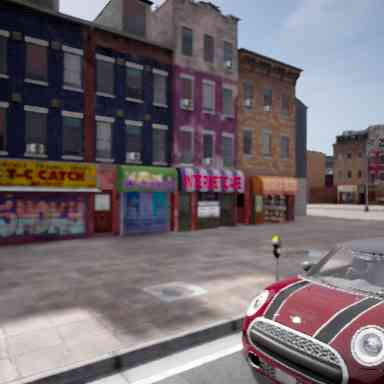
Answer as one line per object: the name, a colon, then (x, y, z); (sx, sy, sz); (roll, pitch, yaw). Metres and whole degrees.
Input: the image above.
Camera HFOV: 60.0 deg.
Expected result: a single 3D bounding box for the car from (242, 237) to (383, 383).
car: (2.616, 1.440, 4.664); (4.097, 1.590, 1.967); (0, 1, -35)
